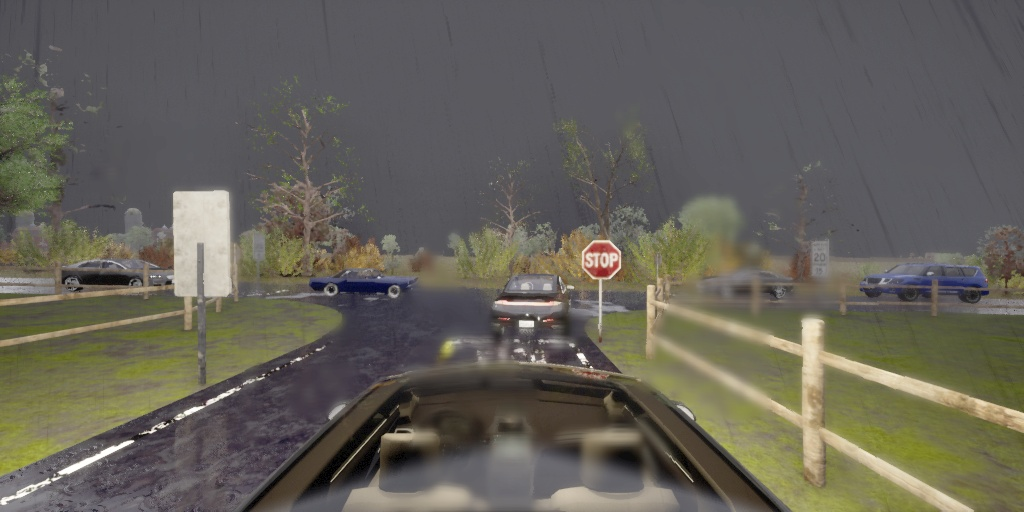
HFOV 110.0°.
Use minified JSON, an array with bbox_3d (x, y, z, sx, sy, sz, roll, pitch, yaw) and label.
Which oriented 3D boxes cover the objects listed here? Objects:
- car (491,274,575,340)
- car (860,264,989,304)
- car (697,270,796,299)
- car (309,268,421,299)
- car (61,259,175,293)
[{"bbox_3d":[0.705,1.240,10.057,2.128,1.511,4.902,0,0,9],"label":"car"},{"bbox_3d":[22.896,1.466,20.008,5.566,2.045,2.150,1,1,0],"label":"car"},{"bbox_3d":[13.000,1.525,20.017,4.902,1.511,2.128,1,1,0],"label":"car"},{"bbox_3d":[-6.825,1.248,17.087,4.718,1.301,1.895,1,1,0],"label":"car"},{"bbox_3d":[-18.493,0.885,17.101,4.902,1.511,2.128,1,1,0],"label":"car"}]
